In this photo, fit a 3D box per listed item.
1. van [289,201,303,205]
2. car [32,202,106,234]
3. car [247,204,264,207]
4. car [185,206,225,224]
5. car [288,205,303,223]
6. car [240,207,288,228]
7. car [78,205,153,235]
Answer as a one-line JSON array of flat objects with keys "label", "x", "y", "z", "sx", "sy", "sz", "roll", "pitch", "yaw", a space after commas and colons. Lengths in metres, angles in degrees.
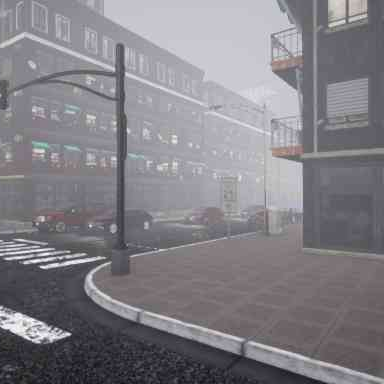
[{"label": "van", "x": 18.527, "y": 2.463, "z": 58.822, "sx": 1.690, "sy": 1.788, "sz": 3.998, "roll": -2, "pitch": -2, "yaw": 35}, {"label": "car", "x": -7.647, "y": 1.603, "z": 21.641, "sx": 2.192, "sy": 1.841, "sz": 5.009, "roll": -1, "pitch": -2, "yaw": 35}, {"label": "car", "x": 7.270, "y": 2.189, "z": 38.280, "sx": 1.837, "sy": 1.490, "sz": 4.892, "roll": 0, "pitch": -1, "yaw": 36}, {"label": "car", "x": 1.294, "y": 2.020, "z": 29.803, "sx": 1.812, "sy": 1.442, "sz": 4.674, "roll": 0, "pitch": -1, "yaw": 35}, {"label": "car", "x": 9.030, "y": 2.120, "z": 30.824, "sx": 2.008, "sy": 1.369, "sz": 4.403, "roll": -2, "pitch": -2, "yaw": 35}, {"label": "car", "x": 5.758, "y": 2.048, "z": 26.174, "sx": 1.802, "sy": 1.307, "sz": 4.206, "roll": -2, "pitch": -2, "yaw": 35}, {"label": "car", "x": -4.561, "y": 1.814, "z": 21.500, "sx": 1.837, "sy": 1.490, "sz": 4.892, "roll": 0, "pitch": -1, "yaw": 35}]
